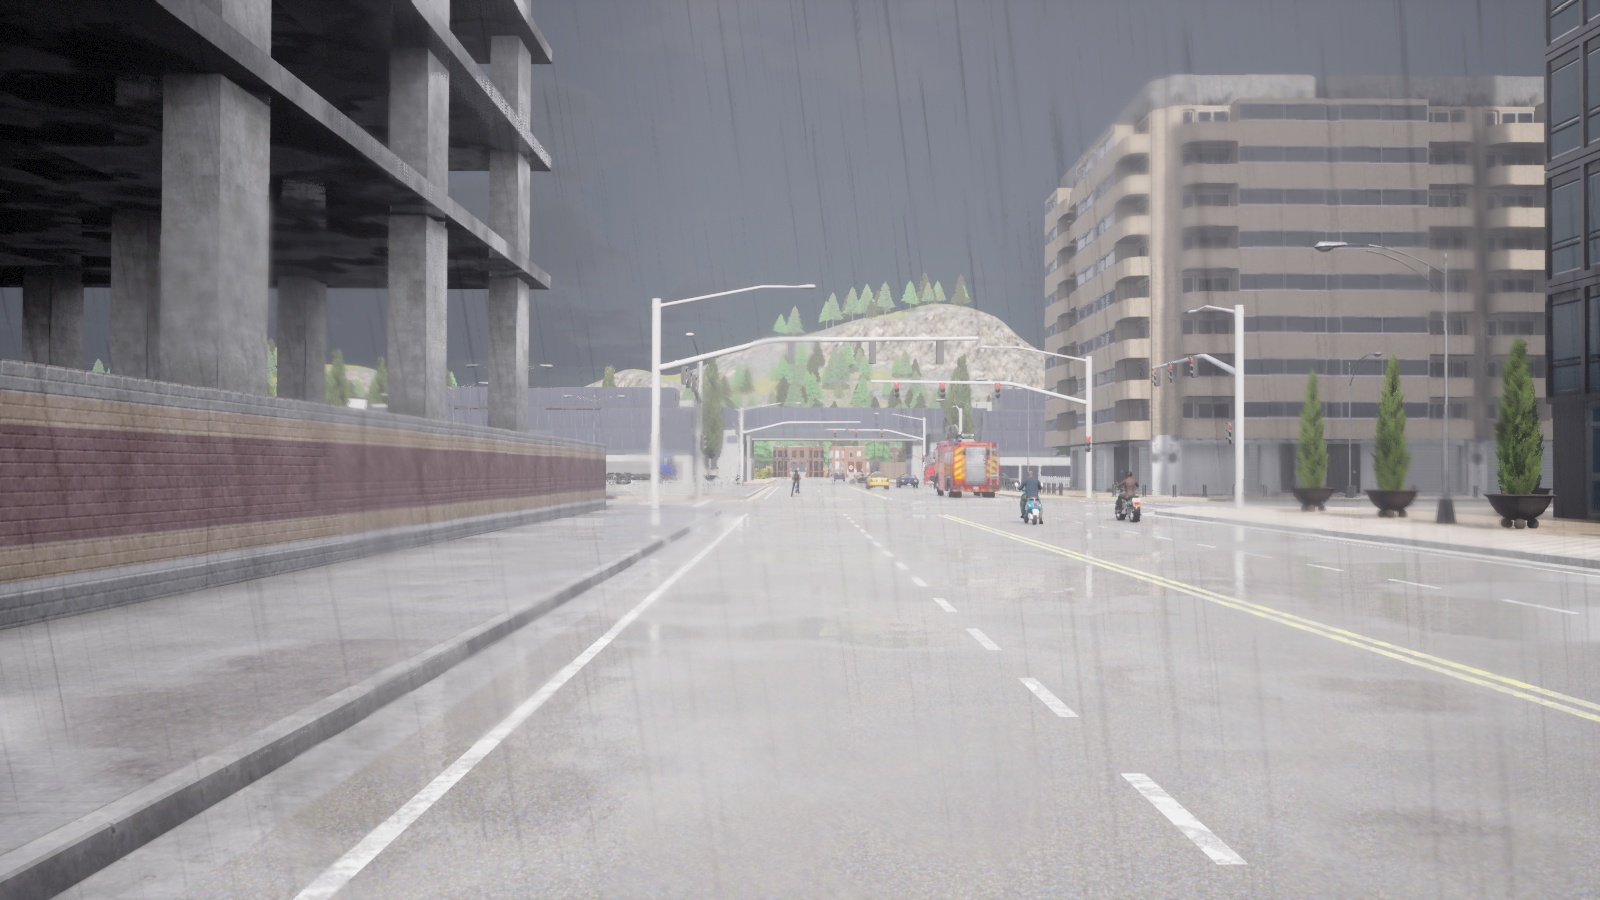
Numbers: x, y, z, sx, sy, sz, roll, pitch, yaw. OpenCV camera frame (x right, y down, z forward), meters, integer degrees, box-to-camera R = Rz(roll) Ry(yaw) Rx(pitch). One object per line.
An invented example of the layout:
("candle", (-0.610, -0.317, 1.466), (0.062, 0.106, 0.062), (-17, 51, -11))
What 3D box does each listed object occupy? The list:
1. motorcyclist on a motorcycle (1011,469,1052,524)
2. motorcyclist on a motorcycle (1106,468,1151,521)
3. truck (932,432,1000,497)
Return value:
("motorcyclist on a motorcycle", (6.898, 1.369, 37.519), (0.866, 1.590, 1.817), (0, -1, 0))
("motorcyclist on a motorcycle", (10.392, 1.390, 39.816), (0.766, 1.649, 2.350), (0, -1, 0))
("truck", (10.295, 0.928, 78.744), (2.891, 3.827, 8.468), (0, -1, -2))
